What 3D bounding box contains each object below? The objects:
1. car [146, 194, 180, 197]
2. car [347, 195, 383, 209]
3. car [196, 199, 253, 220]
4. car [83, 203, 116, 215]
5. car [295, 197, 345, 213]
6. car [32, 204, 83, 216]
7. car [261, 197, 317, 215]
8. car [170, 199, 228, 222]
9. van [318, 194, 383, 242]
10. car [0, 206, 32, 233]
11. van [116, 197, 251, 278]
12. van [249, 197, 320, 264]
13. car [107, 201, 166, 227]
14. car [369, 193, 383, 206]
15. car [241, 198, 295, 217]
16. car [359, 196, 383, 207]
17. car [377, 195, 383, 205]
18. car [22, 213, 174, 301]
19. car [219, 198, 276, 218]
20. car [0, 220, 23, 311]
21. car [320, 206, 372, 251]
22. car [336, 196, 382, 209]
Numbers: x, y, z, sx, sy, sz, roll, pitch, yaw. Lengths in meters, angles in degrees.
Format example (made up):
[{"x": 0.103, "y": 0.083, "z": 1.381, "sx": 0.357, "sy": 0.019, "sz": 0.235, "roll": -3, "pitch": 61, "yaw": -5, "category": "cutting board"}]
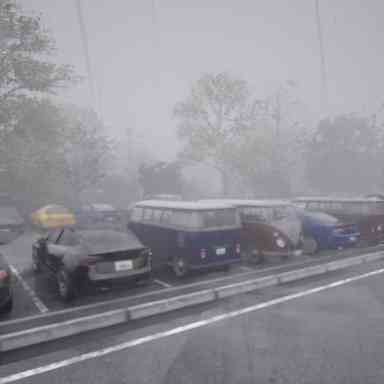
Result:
[{"x": -1.826, "y": 1.198, "z": 25.314, "sx": 2.435, "sy": 2.045, "sz": 5.566, "roll": 0, "pitch": 0, "yaw": -36, "category": "car"}, {"x": 23.001, "y": 1.245, "z": 43.087, "sx": 2.097, "sy": 1.535, "sz": 5.008, "roll": 0, "pitch": 0, "yaw": -36, "category": "car"}, {"x": 2.672, "y": 1.412, "z": 28.570, "sx": 2.097, "sy": 1.535, "sz": 5.008, "roll": 0, "pitch": 0, "yaw": -36, "category": "car"}, {"x": -6.355, "y": 1.484, "z": 22.105, "sx": 2.097, "sy": 1.535, "sz": 5.008, "roll": 0, "pitch": 0, "yaw": -36, "category": "car"}, {"x": 13.983, "y": 1.348, "z": 36.612, "sx": 2.163, "sy": 1.488, "sz": 4.792, "roll": 0, "pitch": 0, "yaw": -36, "category": "car"}, {"x": -8.725, "y": 1.495, "z": 20.645, "sx": 1.946, "sy": 1.575, "sz": 5.366, "roll": 0, "pitch": 0, "yaw": -36, "category": "car"}, {"x": 9.557, "y": 1.353, "z": 33.256, "sx": 1.946, "sy": 1.575, "sz": 5.366, "roll": 0, "pitch": 0, "yaw": -36, "category": "car"}, {"x": 0.414, "y": 1.430, "z": 26.956, "sx": 2.097, "sy": 1.535, "sz": 5.008, "roll": 0, "pitch": 0, "yaw": -36, "category": "car"}, {"x": 6.336, "y": 1.218, "z": 15.249, "sx": 1.878, "sy": 1.987, "sz": 4.442, "roll": 0, "pitch": 0, "yaw": -36, "category": "van"}, {"x": -10.856, "y": 1.541, "z": 18.859, "sx": 2.163, "sy": 1.488, "sz": 4.792, "roll": 0, "pitch": 0, "yaw": -36, "category": "car"}, {"x": -0.508, "y": 1.269, "z": 10.357, "sx": 1.878, "sy": 1.987, "sz": 4.442, "roll": 0, "pitch": 0, "yaw": -36, "category": "van"}, {"x": 1.907, "y": 1.255, "z": 11.797, "sx": 1.878, "sy": 1.987, "sz": 4.442, "roll": 0, "pitch": 0, "yaw": -36, "category": "van"}, {"x": -4.095, "y": 1.469, "z": 23.720, "sx": 2.231, "sy": 1.521, "sz": 4.892, "roll": 0, "pitch": 0, "yaw": -36, "category": "car"}, {"x": 27.495, "y": 1.084, "z": 46.344, "sx": 2.185, "sy": 1.767, "sz": 4.553, "roll": 0, "pitch": 0, "yaw": -36, "category": "car"}, {"x": 7.175, "y": 1.404, "z": 31.817, "sx": 2.163, "sy": 1.488, "sz": 4.792, "roll": 0, "pitch": 0, "yaw": -36, "category": "car"}, {"x": 25.258, "y": 1.267, "z": 44.703, "sx": 2.002, "sy": 1.452, "sz": 4.674, "roll": 0, "pitch": 0, "yaw": -36, "category": "car"}, {"x": 29.769, "y": 1.192, "z": 47.938, "sx": 2.097, "sy": 1.535, "sz": 5.008, "roll": 0, "pitch": 0, "yaw": -36, "category": "car"}, {"x": -2.736, "y": 1.538, "z": 8.657, "sx": 2.163, "sy": 1.488, "sz": 4.792, "roll": 0, "pitch": 0, "yaw": -36, "category": "car"}, {"x": 4.930, "y": 1.394, "z": 30.185, "sx": 2.231, "sy": 1.521, "sz": 4.892, "roll": 0, "pitch": 0, "yaw": -36, "category": "car"}, {"x": -5.002, "y": 1.555, "z": 6.998, "sx": 2.002, "sy": 1.452, "sz": 4.674, "roll": 0, "pitch": 0, "yaw": -36, "category": "car"}, {"x": 4.127, "y": 1.463, "z": 13.520, "sx": 2.097, "sy": 1.535, "sz": 5.008, "roll": 0, "pitch": 0, "yaw": -36, "category": "car"}, {"x": 20.741, "y": 1.303, "z": 41.474, "sx": 2.002, "sy": 1.452, "sz": 4.674, "roll": 0, "pitch": 0, "yaw": -36, "category": "car"}]
